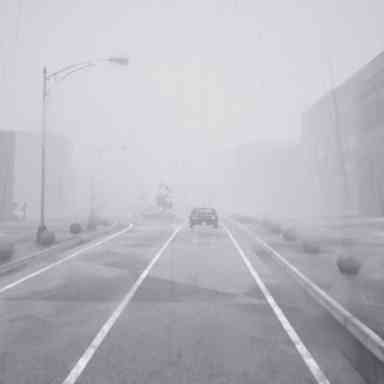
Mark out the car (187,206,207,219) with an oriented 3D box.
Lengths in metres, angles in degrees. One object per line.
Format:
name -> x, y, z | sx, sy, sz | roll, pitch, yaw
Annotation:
car -> 0.560, 2.615, 41.577 | 1.882, 1.535, 5.008 | 0, -4, -6

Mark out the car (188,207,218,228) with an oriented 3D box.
car -> 0.838, 1.769, 23.534 | 1.895, 1.301, 4.718 | 0, -2, 2
